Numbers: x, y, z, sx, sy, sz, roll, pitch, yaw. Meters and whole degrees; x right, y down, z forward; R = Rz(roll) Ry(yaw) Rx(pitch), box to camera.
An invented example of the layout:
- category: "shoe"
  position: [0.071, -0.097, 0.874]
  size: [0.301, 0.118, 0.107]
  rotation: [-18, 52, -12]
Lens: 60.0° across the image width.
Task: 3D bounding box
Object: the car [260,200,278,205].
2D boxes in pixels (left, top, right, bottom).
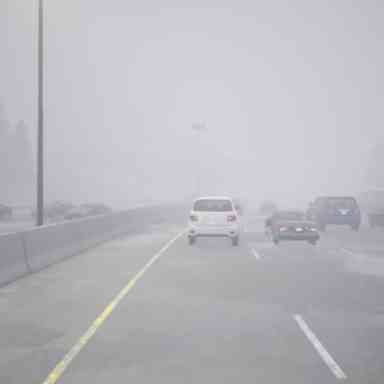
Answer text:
- category: "car"
  position: [8.505, 1.563, 36.793]
  size: [1.812, 1.442, 4.674]
  rotation: [0, 0, 14]

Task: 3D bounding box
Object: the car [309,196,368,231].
- category: "car"
  position: [8.840, 1.252, 21.147]
  size: [2.150, 2.045, 5.566]
  rotation: [0, 0, 8]

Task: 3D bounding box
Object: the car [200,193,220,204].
- category: "car"
  position: [3.660, 1.258, 65.829]
  size: [2.150, 2.045, 5.566]
  rotation: [0, 0, 23]

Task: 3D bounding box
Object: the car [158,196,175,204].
- category: "car"
  position: [-4.886, 1.542, 63.604]
  size: [1.812, 1.442, 4.674]
  rotation: [0, 0, 22]

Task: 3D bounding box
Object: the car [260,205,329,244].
- category: "car"
  position: [4.610, 1.566, 15.955]
  size: [2.033, 1.411, 5.357]
  rotation: [0, 0, 7]

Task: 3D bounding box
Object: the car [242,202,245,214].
- category: "car"
  position: [4.188, 1.377, 33.768]
  size: [2.097, 1.767, 4.553]
  rotation: [0, 0, 13]

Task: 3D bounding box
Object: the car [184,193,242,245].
- category: "car"
  position: [1.122, 1.231, 15.958]
  size: [2.150, 2.045, 5.566]
  rotation: [0, 0, 7]

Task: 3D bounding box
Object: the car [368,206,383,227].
- category: "car"
  position: [12.219, 1.516, 19.951]
  size: [1.882, 1.535, 5.008]
  rotation: [0, 0, 8]

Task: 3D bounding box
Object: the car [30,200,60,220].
- category: "car"
  position: [-11.475, 1.476, 27.913]
  size: [2.128, 1.511, 4.902]
  rotation: [0, 0, 10]

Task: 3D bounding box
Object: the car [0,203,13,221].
- category: "car"
  position: [-15.564, 1.450, 24.654]
  size: [1.882, 1.535, 5.008]
  rotation: [0, 0, 9]

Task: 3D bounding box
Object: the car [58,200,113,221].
- category: "car"
  position: [-8.171, 1.539, 26.782]
  size: [2.033, 1.411, 5.357]
  rotation: [0, 0, 10]

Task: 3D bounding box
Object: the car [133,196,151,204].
- category: "car"
  position: [-9.258, 1.530, 62.012]
  size: [1.812, 1.442, 4.674]
  rotation: [0, 0, 21]
